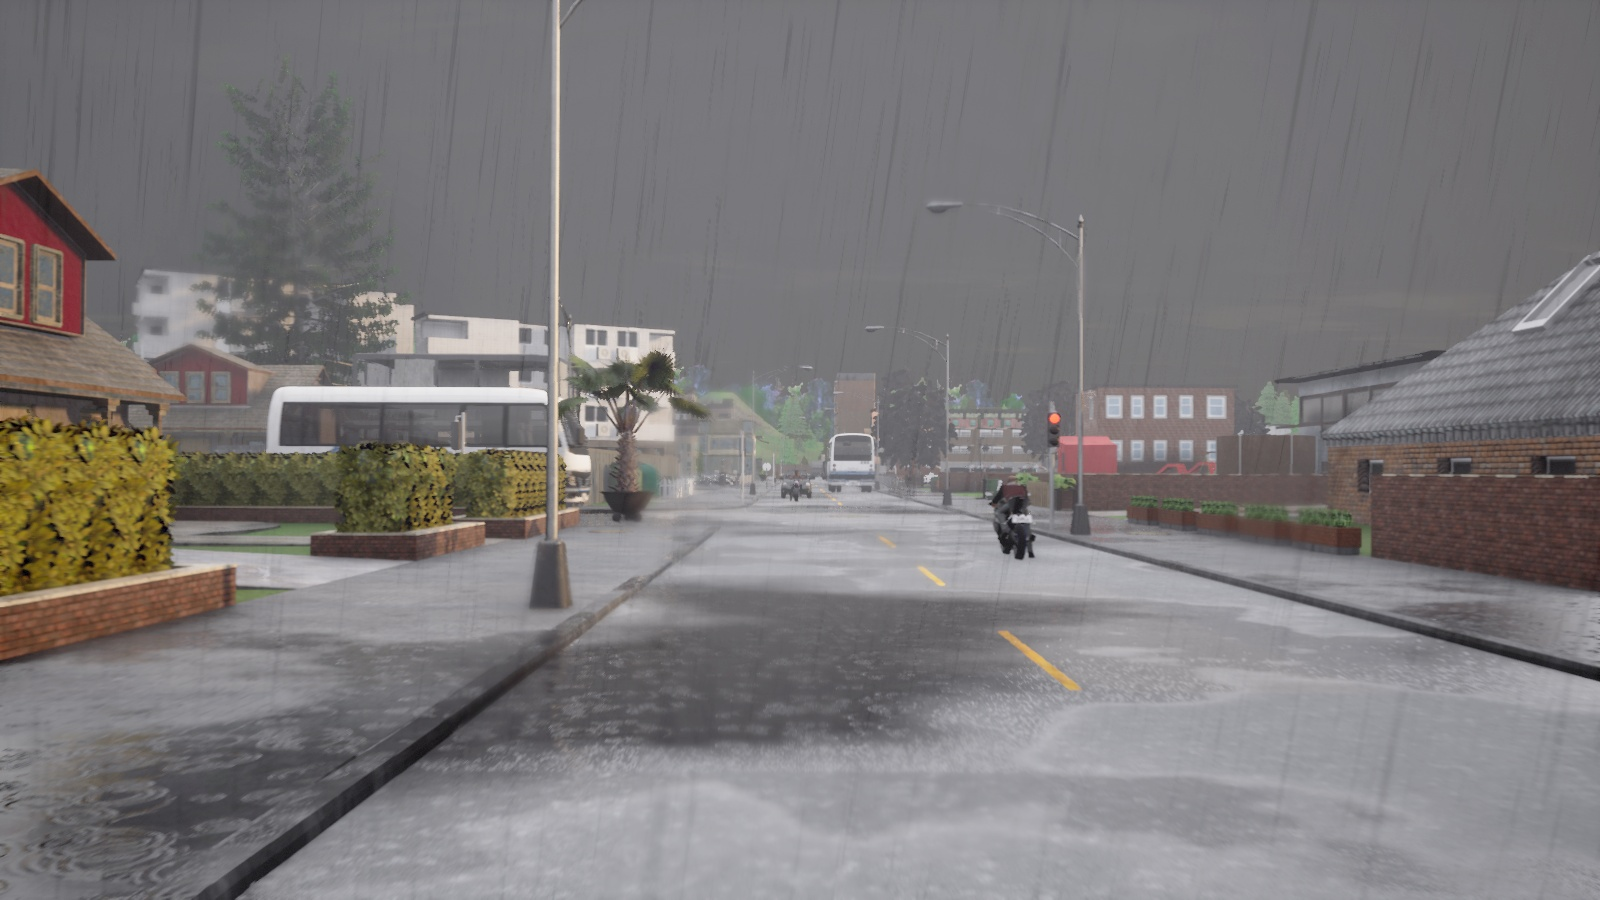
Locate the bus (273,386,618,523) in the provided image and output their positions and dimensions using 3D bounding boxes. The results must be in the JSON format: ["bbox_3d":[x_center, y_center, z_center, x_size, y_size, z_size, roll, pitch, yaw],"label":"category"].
[{"bbox_3d":[-11.437,0.164,41.454,10.273,4.253,3.944,0,-1,0],"label":"bus"}]

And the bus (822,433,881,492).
[{"bbox_3d":[3.755,0.979,94.775,3.944,4.253,10.273,0,-1,0],"label":"bus"}]

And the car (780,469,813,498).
[{"bbox_3d":[-0.186,1.898,72.191,1.851,1.617,3.988,0,-1,0],"label":"car"}]

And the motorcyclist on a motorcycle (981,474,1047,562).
[{"bbox_3d":[3.921,1.214,23.171,0.866,1.530,2.191,0,-1,1],"label":"motorcyclist on a motorcycle"}]
